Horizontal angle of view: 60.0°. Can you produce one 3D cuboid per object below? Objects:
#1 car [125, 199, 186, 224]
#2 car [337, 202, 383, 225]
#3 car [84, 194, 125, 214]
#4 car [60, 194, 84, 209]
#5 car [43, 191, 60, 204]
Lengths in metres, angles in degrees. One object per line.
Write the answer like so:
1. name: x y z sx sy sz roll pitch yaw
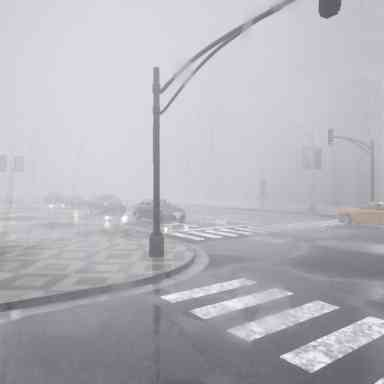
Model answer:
1. car: -2.282 1.244 22.339 2.128 1.511 4.902 0 1 -36
2. car: 11.434 1.353 20.314 1.882 1.535 5.008 0 1 -36
3. car: -7.609 0.976 29.743 2.097 1.767 4.553 0 1 -36
4. car: -12.849 1.096 37.038 1.895 1.301 4.718 0 1 -36
5. car: -18.830 0.694 45.403 2.097 1.767 4.553 0 1 -35
